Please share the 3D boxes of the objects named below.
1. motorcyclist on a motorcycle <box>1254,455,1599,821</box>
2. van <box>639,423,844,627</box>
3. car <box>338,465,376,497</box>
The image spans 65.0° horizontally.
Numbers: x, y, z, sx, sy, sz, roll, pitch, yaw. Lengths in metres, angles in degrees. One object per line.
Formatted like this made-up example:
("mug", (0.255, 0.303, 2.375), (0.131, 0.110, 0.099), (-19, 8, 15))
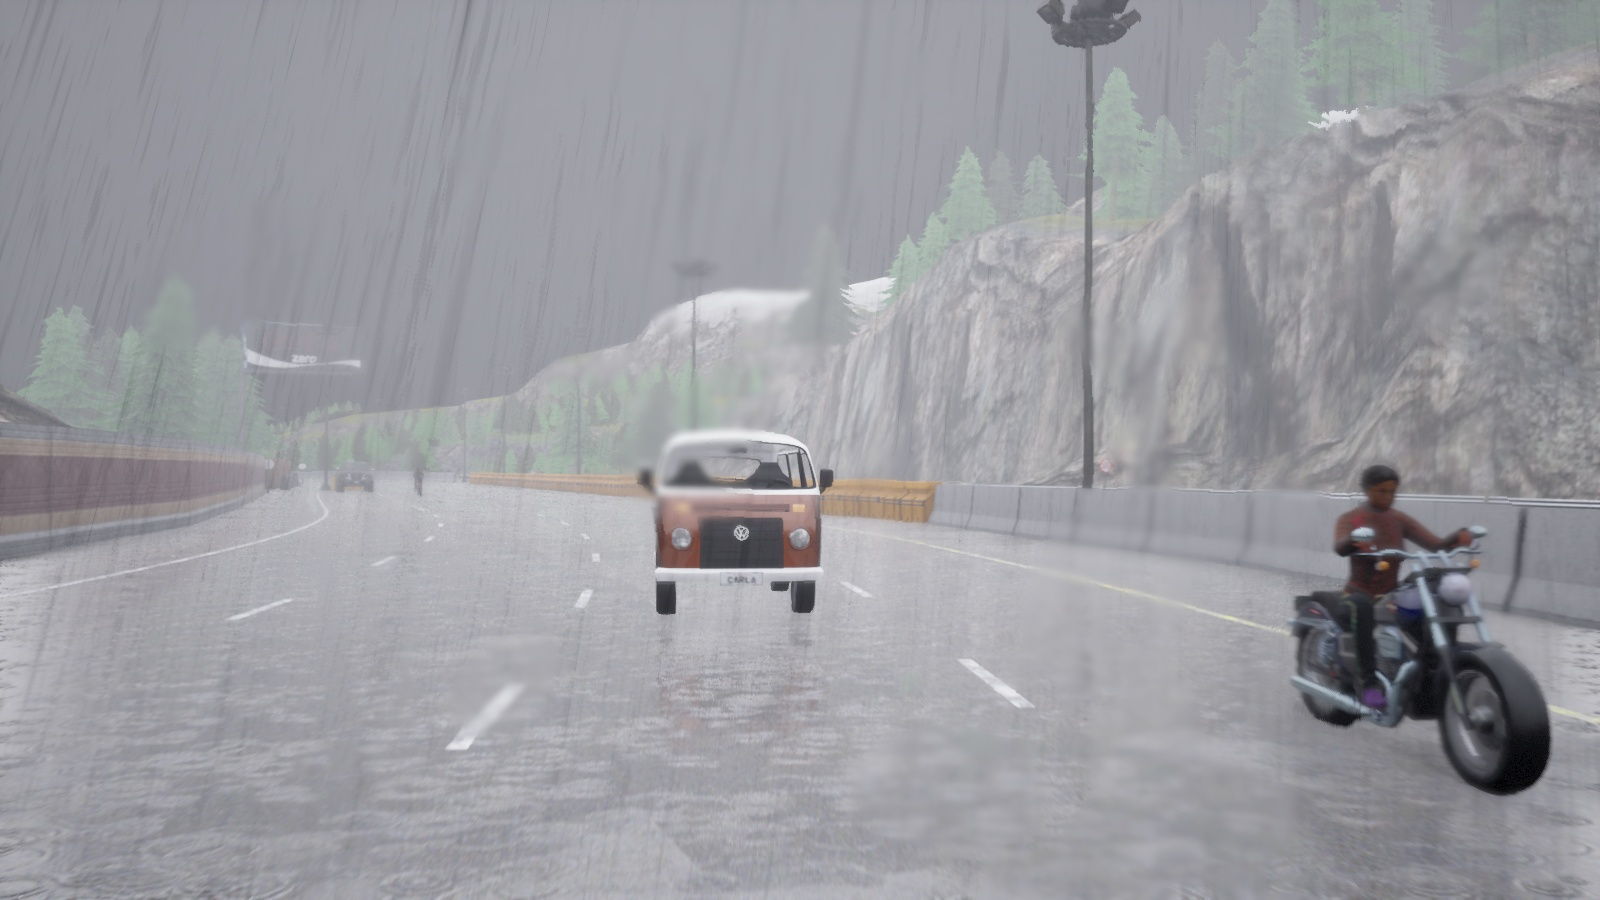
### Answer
("motorcyclist on a motorcycle", (3.370, 0.865, 6.893), (0.766, 1.649, 2.350), (-1, -1, -3))
("van", (-0.843, 0.792, 14.879), (2.069, 2.038, 4.480), (0, -1, -7))
("car", (-29.127, 2.044, 82.442), (2.150, 2.045, 5.566), (2, -2, -21))
